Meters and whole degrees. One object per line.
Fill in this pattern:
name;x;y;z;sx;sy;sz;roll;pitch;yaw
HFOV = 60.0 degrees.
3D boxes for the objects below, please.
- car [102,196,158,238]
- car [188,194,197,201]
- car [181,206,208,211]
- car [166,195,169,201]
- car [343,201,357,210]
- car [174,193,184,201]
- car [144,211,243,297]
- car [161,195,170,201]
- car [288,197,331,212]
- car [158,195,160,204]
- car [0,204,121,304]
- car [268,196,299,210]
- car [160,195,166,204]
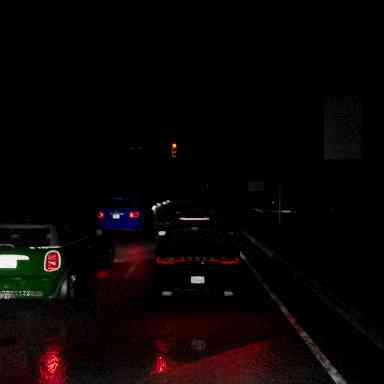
car;-3.393;1.221;17.893;2.150;2.045;5.566;0;0;2
car;0.128;1.348;85.967;2.097;1.767;4.553;0;0;0
car;0.127;1.491;18.148;2.128;1.511;4.902;0;0;0
car;-6.888;1.478;75.390;1.882;1.535;5.008;0;0;0
car;20.589;1.562;41.476;4.181;1.385;1.994;0;0;3
car;-3.372;1.218;85.650;2.150;2.045;5.566;0;0;0
car;0.113;1.478;8.648;1.882;1.535;5.008;0;0;0
car;-6.873;1.459;85.415;1.882;1.535;5.008;0;0;0
car;13.764;1.564;38.361;4.181;1.385;1.994;0;0;3
car;-7.002;1.505;55.801;1.837;1.490;4.892;0;0;0
car;-3.388;1.352;8.276;2.097;1.767;4.553;0;0;0
car;12.009;1.352;41.970;4.553;1.767;2.097;0;0;3
car;-6.933;1.547;65.581;2.033;1.411;5.357;0;0;1
